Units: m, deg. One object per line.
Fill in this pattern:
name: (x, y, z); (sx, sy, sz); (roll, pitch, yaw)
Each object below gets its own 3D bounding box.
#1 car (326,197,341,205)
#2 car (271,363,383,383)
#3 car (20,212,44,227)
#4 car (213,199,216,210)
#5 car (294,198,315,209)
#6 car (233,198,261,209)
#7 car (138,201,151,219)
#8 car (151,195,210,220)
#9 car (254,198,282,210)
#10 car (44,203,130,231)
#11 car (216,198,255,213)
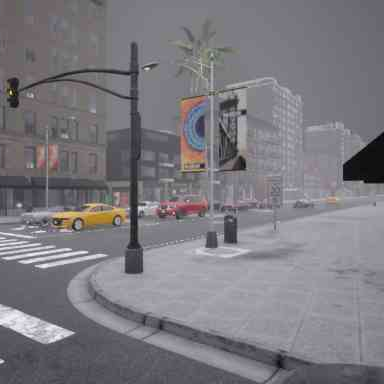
car: (26.379, 1.624, 61.953); (1.882, 1.535, 5.008); (0, 0, 35)
car: (2.226, 1.551, 1.260); (4.403, 1.369, 2.008); (0, 0, 35)
car: (-9.240, 1.615, 23.047); (1.895, 1.301, 4.718); (0, 0, 35)
car: (1.759, 1.527, 38.644); (1.882, 1.535, 5.008); (0, 0, 35)
car: (15.891, 1.620, 47.074); (1.812, 1.442, 4.674); (0, 0, 35)
car: (7.803, 1.579, 47.106); (1.837, 1.490, 4.892); (0, 0, 37)
car: (-4.147, 1.555, 30.262); (1.812, 1.442, 4.674); (0, 0, 35)
car: (-0.754, 1.257, 29.442); (2.150, 2.045, 5.566); (0, 0, 35)
car: (10.851, 1.585, 45.823); (1.837, 1.490, 4.892); (0, 0, 36)
car: (-6.476, 1.497, 21.308); (1.882, 1.535, 5.008); (0, 0, 35)
car: (5.009, 1.657, 37.610); (1.895, 1.301, 4.718); (0, 0, 35)
